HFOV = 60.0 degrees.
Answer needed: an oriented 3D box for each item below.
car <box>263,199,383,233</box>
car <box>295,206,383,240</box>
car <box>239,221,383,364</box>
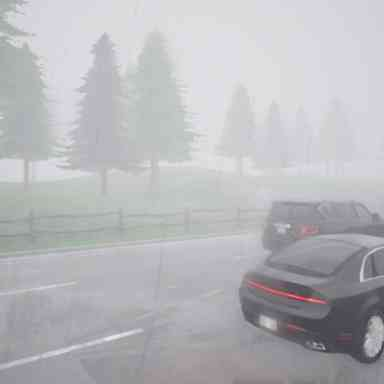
[{"bbox_3d":[4.860,1.246,11.525,5.566,2.045,2.150,0,0,-36],"label":"car"},{"bbox_3d":[8.206,1.585,18.219,5.357,1.411,2.033,0,0,-36],"label":"car"},{"bbox_3d":[3.005,1.518,5.908,4.892,1.490,1.837,0,0,-35],"label":"car"}]
